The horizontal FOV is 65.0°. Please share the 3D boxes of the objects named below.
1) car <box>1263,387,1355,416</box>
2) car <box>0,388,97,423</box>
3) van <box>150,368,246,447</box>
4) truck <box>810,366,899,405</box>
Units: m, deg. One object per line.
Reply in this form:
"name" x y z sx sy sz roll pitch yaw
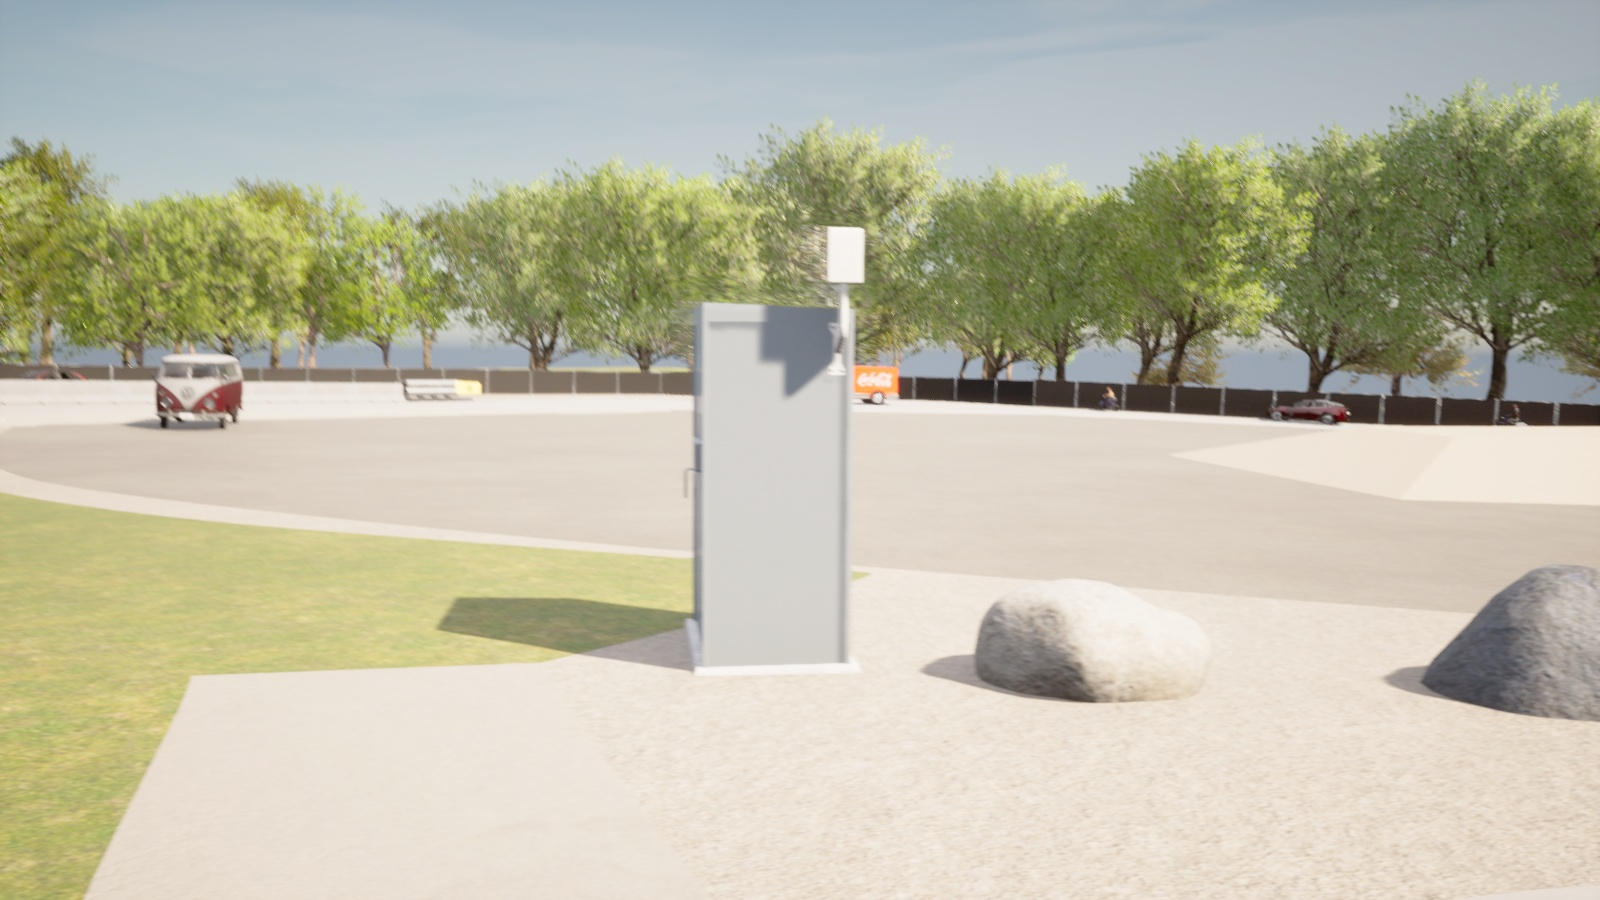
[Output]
"car" 31.307 -3.004 77.270 4.792 1.488 2.163 5 7 38
"car" -35.766 -2.134 59.423 1.851 1.617 3.988 1 3 24
"van" -16.668 -1.235 34.966 1.775 1.987 4.442 0 5 -18
"truck" 3.501 -4.167 80.989 5.204 2.467 2.627 -1 4 -14
